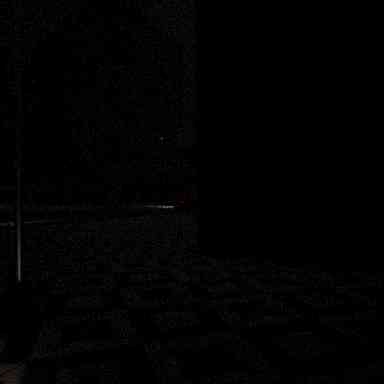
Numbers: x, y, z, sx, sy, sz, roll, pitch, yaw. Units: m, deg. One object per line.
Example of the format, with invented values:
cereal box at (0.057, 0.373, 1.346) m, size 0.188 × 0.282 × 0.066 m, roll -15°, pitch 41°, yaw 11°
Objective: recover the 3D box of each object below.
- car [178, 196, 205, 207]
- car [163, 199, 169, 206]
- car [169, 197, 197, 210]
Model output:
car at (-0.040, 1.429, 50.827) m, size 1.812 × 1.442 × 4.674 m, roll -1°, pitch 0°, yaw 36°
car at (-2.674, 1.462, 52.739) m, size 1.812 × 1.442 × 4.674 m, roll -1°, pitch 0°, yaw 36°
car at (-0.068, 1.341, 39.492) m, size 1.882 × 1.535 × 5.008 m, roll -1°, pitch 0°, yaw 35°
